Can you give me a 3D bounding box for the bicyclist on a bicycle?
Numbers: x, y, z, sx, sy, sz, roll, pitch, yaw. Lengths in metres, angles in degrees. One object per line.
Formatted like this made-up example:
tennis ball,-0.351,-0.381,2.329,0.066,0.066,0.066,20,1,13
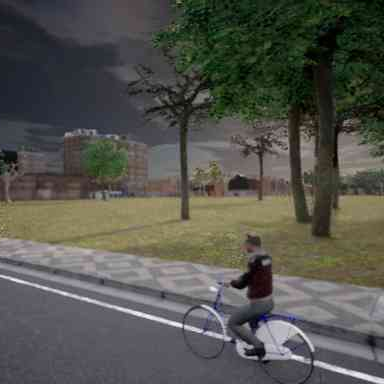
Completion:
bicyclist on a bicycle,0.592,1.394,4.236,1.843,1.776,0.659,-1,0,35
